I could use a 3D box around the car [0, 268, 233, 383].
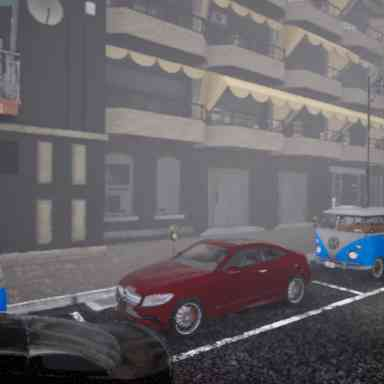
[{"bbox_3d":[-2.151,1.514,1.575,4.674,1.442,1.812,0,0,-34],"label":"car"}]

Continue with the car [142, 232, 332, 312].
[{"bbox_3d":[0.632,1.573,6.504,4.206,1.307,1.802,0,0,-35],"label":"car"}]

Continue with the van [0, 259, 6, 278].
[{"bbox_3d":[-4.001,1.320,3.287,3.998,1.788,1.690,0,0,-35],"label":"van"}]

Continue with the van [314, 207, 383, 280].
[{"bbox_3d":[5.267,1.344,9.718,3.998,1.788,1.690,0,0,-35],"label":"van"}]
